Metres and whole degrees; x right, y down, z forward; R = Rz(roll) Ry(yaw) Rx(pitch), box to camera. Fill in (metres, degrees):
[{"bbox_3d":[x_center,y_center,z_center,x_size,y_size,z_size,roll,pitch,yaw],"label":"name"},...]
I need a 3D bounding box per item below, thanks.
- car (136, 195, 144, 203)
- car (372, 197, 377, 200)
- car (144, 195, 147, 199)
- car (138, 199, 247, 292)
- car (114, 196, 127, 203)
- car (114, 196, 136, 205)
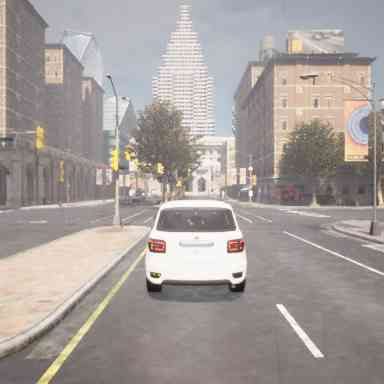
[{"bbox_3d":[-11.701,1.600,68.564,1.895,1.301,4.718,0,0,0],"label":"car"},{"bbox_3d":[37.736,1.481,71.440,2.231,1.521,4.892,0,0,0],"label":"car"},{"bbox_3d":[-11.731,1.500,78.746,1.837,1.490,4.892,0,0,0],"label":"car"},{"bbox_3d":[0.077,1.221,9.047,2.150,2.045,5.566,0,0,0],"label":"car"},{"bbox_3d":[-14.955,1.594,69.888,1.895,1.301,4.718,0,0,0],"label":"car"},{"bbox_3d":[-11.726,1.505,58.510,1.837,1.490,4.892,0,0,0],"label":"car"}]
